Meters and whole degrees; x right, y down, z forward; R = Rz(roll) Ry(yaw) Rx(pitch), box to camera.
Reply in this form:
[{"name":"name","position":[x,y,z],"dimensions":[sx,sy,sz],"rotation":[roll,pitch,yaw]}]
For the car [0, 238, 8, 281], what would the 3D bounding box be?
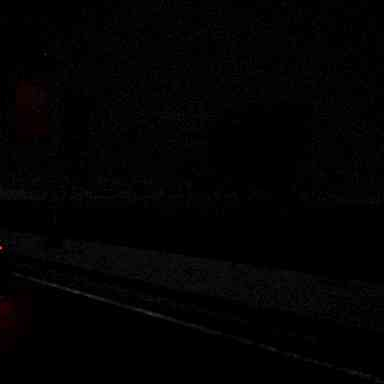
[{"name":"car","position":[-6.640,1.308,8.369],"dimensions":[4.553,1.767,2.097],"rotation":[1,0,36]}]
